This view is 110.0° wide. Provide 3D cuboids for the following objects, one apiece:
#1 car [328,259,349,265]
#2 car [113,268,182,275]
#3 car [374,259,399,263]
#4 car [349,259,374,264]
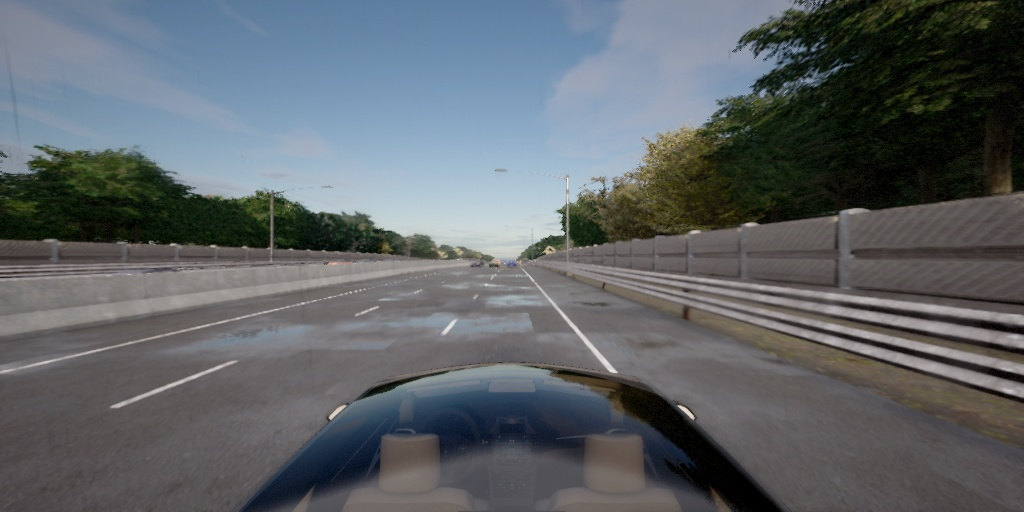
[{"bbox_3d":[-24.581,1.168,51.635,2.097,1.767,4.553,0,0,0],"label":"car"},{"bbox_3d":[-17.570,1.295,17.177,2.033,1.411,5.357,0,0,0],"label":"car"},{"bbox_3d":[-17.588,1.170,51.730,2.097,1.767,4.553,0,0,0],"label":"car"},{"bbox_3d":[-21.086,1.169,51.685,2.097,1.767,4.553,0,0,0],"label":"car"}]
